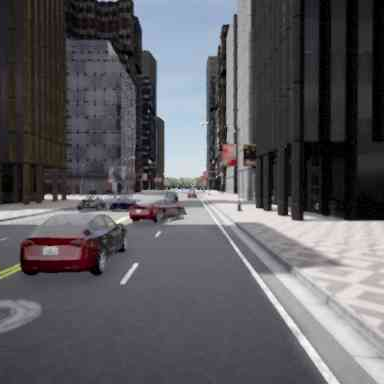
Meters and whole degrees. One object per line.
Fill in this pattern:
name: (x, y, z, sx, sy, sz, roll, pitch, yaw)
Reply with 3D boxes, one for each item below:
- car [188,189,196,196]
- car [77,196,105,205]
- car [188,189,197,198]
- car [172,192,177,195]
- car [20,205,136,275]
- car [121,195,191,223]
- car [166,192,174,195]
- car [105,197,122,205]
car: (-0.002, 0.112, 82.993, 2.097, 1.767, 4.553, 0, 1, 0)
car: (-9.841, 1.097, 32.893, 1.994, 1.385, 4.181, 0, 1, 0)
car: (0.003, 0.549, 67.535, 1.812, 1.442, 4.674, 0, 1, 0)
car: (-3.251, 0.990, 42.985, 1.895, 1.301, 4.718, 0, 1, 0)
car: (-3.251, 1.361, 9.987, 2.163, 1.488, 4.792, 0, 1, 0)
car: (-2.249, 1.183, 22.532, 2.163, 1.488, 4.792, 0, 1, 26)
car: (-3.251, 1.050, 31.985, 2.163, 1.488, 4.792, 0, 1, 0)
car: (-6.595, 1.145, 32.118, 1.895, 1.301, 4.718, 0, 1, 0)
